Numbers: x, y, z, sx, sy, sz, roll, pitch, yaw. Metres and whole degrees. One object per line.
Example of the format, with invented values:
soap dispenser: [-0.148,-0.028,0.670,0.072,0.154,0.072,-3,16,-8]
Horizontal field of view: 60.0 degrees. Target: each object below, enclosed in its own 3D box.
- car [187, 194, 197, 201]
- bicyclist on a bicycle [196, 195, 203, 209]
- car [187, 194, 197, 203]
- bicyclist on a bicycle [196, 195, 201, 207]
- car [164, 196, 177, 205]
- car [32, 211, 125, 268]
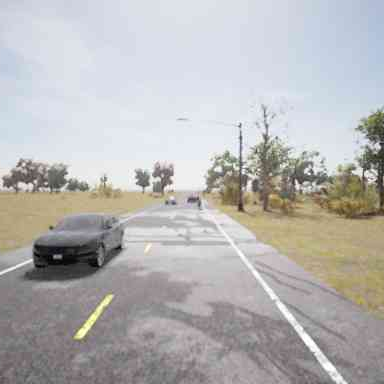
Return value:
car: [-0.012,1.262,78.607,2.097,1.767,4.553,0,0,0]
bicyclist on a bicycle: [0.972,1.388,40.639,0.866,1.612,1.509,0,0,0]
car: [0.020,1.423,69.244,1.837,1.490,4.892,0,0,1]
bicyclist on a bicycle: [0.955,1.311,50.706,0.659,1.776,1.843,0,0,0]
car: [-3.559,1.425,56.076,2.128,1.511,4.902,0,0,0]
car: [-3.601,1.463,11.414,1.882,1.535,5.008,0,0,0]
